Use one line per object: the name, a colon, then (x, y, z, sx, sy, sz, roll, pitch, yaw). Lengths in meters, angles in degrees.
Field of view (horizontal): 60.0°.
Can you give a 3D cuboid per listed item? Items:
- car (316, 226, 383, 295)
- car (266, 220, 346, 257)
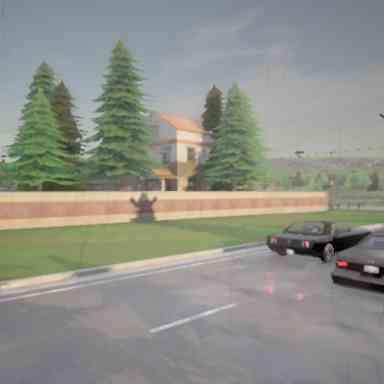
car: (5.481, 1.594, 8.299, 5.357, 1.411, 2.033, 0, -1, -41)
car: (4.914, 1.693, 12.462, 4.718, 1.301, 1.895, 0, -1, -41)
